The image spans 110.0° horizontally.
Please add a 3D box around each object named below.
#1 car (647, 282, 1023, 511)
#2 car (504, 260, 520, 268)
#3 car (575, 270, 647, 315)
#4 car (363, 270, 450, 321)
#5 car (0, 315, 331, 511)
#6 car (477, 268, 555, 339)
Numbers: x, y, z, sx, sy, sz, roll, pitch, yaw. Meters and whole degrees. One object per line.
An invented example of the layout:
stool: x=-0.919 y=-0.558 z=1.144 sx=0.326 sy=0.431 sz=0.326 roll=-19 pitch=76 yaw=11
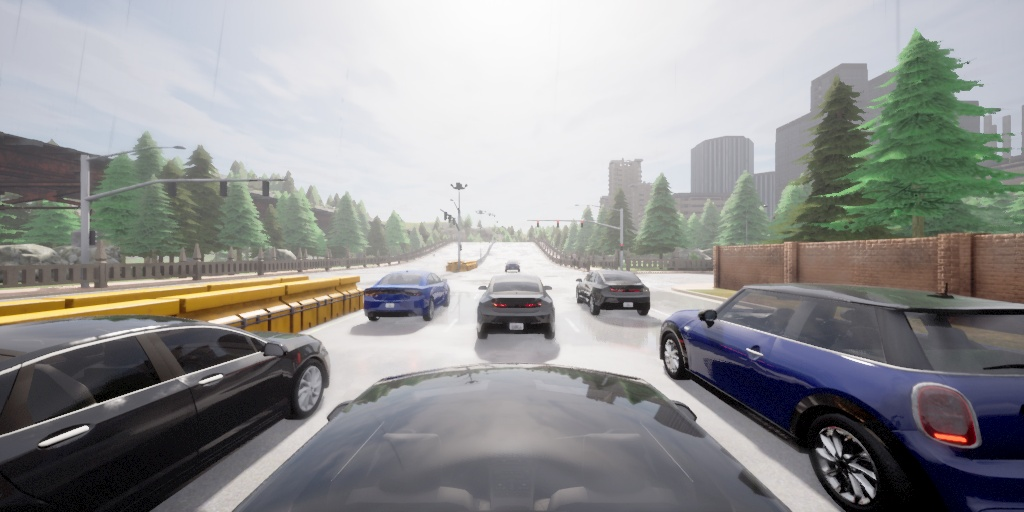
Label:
car: x=3.601 y=1.102 z=4.393 sx=2.097 sy=1.767 sz=4.553 roll=0 pitch=0 yaw=0
car: x=0.068 y=1.274 z=45.948 sx=1.812 sy=1.442 sz=4.674 roll=0 pitch=0 yaw=0
car: x=3.614 y=1.254 z=13.478 sx=1.837 sy=1.490 sz=4.892 roll=0 pitch=0 yaw=1
car: x=-3.404 y=1.227 z=12.466 sx=1.882 sy=1.535 sz=5.008 roll=0 pitch=0 yaw=0
car: x=-3.400 y=1.255 z=2.973 sx=1.837 sy=1.490 sz=4.892 roll=0 pitch=0 yaw=0
car: x=0.096 y=1.254 z=10.043 sx=1.837 sy=1.490 sz=4.892 roll=0 pitch=0 yaw=0
